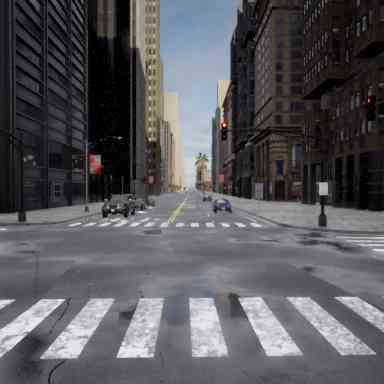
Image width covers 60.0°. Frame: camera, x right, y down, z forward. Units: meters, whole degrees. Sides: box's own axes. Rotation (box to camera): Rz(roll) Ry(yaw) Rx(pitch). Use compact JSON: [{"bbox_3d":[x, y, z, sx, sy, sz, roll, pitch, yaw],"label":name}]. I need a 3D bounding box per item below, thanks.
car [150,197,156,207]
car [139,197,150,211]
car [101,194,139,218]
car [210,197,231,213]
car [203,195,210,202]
[{"bbox_3d":[-6.663,1.497,50.533,1.994,1.385,4.181,0,0,-1],"label":"car"},{"bbox_3d":[-6.643,1.456,40.510,1.837,1.490,4.892,0,0,0],"label":"car"},{"bbox_3d":[-6.638,1.191,30.636,2.150,2.045,5.566,0,0,0],"label":"car"},{"bbox_3d":[3.267,1.483,36.720,1.812,1.442,4.674,0,0,0],"label":"car"},{"bbox_3d":[3.214,1.416,70.995,1.812,1.442,4.674,0,0,0],"label":"car"}]
